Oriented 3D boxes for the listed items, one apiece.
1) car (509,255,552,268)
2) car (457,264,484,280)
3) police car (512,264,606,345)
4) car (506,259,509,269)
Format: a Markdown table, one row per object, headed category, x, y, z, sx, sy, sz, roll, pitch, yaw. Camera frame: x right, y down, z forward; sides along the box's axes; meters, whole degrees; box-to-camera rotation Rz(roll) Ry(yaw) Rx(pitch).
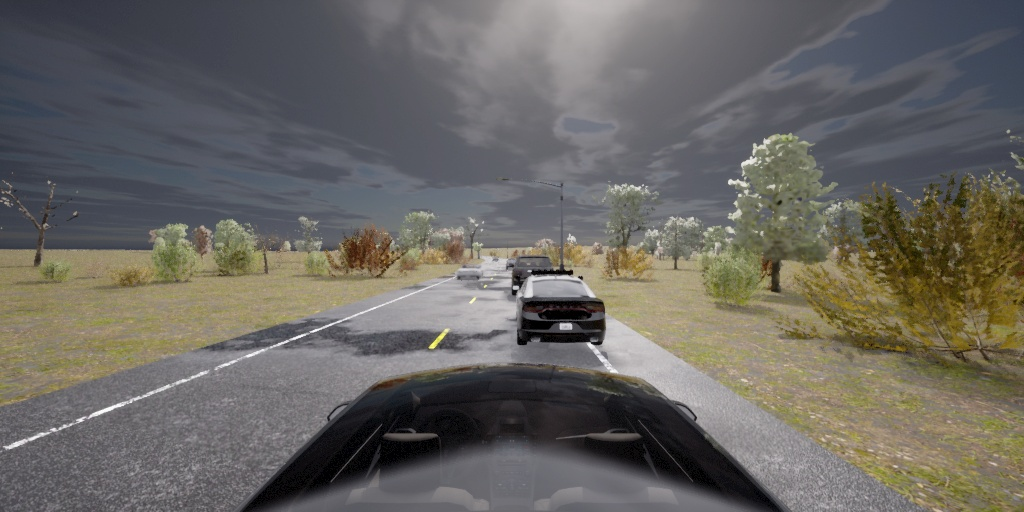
| category | x | y | z | sx | sy | sz | roll | pitch | yaw |
| --- | --- | --- | --- | --- | --- | --- | --- | --- | --- |
| car | 1.057 | 0.957 | 19.512 | 2.150 | 2.045 | 5.566 | 0 | 0 | 0 |
| car | -3.490 | 1.316 | 30.506 | 1.895 | 1.301 | 4.718 | 0 | 0 | 0 |
| police car | 1.053 | 1.170 | 9.592 | 1.930 | 1.638 | 5.238 | 0 | 0 | 0 |
| car | 0.074 | 1.210 | 52.232 | 2.033 | 1.411 | 5.357 | 0 | 0 | 1 |
